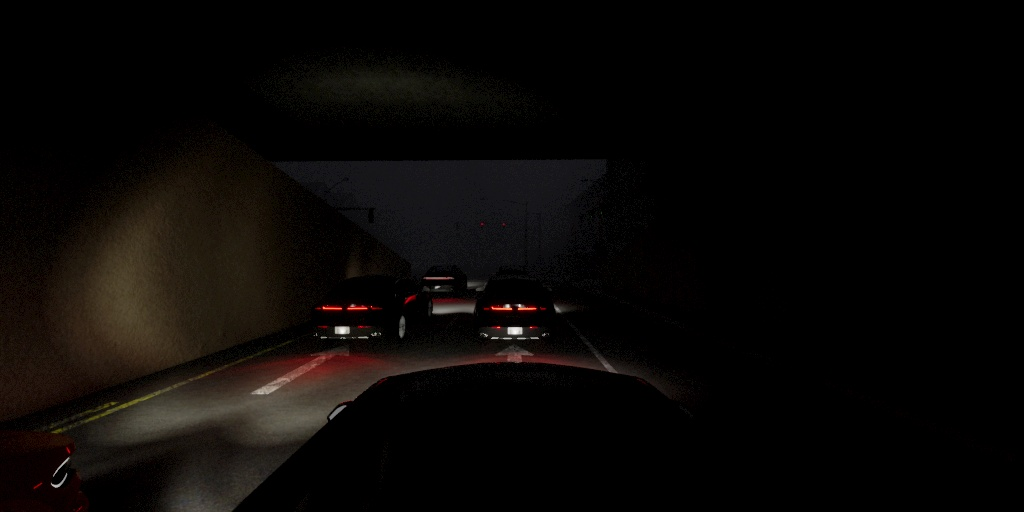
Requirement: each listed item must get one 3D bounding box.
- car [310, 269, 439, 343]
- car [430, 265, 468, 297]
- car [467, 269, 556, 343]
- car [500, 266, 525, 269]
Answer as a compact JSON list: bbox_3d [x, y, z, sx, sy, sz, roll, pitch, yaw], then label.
[{"bbox_3d":[-3.448,1.255,9.677,1.837,1.490,4.892,0,0,0],"label":"car"},{"bbox_3d":[-3.484,1.242,18.994,2.128,1.511,4.902,0,0,-1],"label":"car"},{"bbox_3d":[0.053,1.255,9.620,1.837,1.490,4.892,0,0,0],"label":"car"},{"bbox_3d":[0.012,1.255,19.030,1.837,1.490,4.892,0,0,0],"label":"car"}]
